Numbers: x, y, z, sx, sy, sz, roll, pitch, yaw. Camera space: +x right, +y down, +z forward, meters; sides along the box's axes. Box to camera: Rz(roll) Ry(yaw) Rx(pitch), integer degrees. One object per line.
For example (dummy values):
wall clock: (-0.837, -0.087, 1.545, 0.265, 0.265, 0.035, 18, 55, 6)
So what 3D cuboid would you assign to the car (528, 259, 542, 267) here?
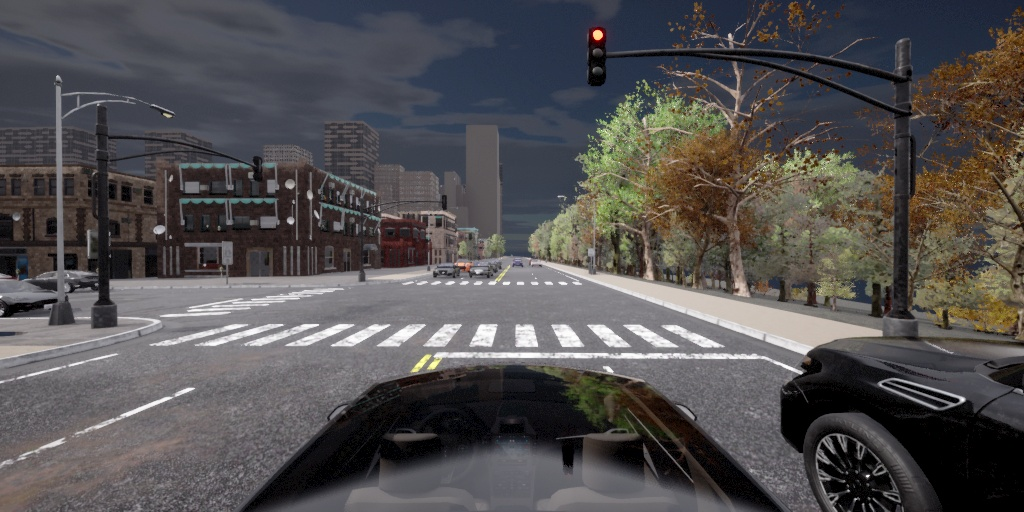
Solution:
car: (4.370, 1.326, 64.102, 1.895, 1.301, 4.718, 0, 0, 1)

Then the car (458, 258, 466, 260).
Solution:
car: (-5.909, 1.087, 43.733, 2.097, 1.767, 4.553, 0, 0, 1)

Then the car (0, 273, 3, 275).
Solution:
car: (-33.491, 1.654, 22.436, 4.207, 1.307, 1.802, 0, 0, 1)

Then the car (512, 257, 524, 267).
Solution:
car: (1.010, 1.251, 63.772, 1.812, 1.442, 4.674, 0, 0, 1)

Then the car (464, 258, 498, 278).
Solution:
car: (-2.816, 1.231, 33.751, 2.128, 1.511, 4.902, 0, 0, 3)

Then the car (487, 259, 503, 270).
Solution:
car: (-2.497, 1.222, 53.484, 2.128, 1.511, 4.902, 0, 0, 1)

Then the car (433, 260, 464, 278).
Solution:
car: (-6.076, 1.304, 33.737, 1.994, 1.385, 4.181, 0, 0, 1)

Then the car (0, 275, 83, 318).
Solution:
car: (-19.765, 1.564, 13.688, 4.313, 1.339, 1.948, 0, 0, 1)

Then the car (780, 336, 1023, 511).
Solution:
car: (3.322, 0.972, 0.647, 2.150, 2.045, 5.566, 0, 0, 1)

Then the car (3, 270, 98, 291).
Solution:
car: (-27.956, 1.559, 22.337, 4.403, 1.370, 2.007, 0, 0, 1)

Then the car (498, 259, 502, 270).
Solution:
car: (-2.668, 1.227, 43.242, 2.128, 1.511, 4.902, 0, 0, 1)
